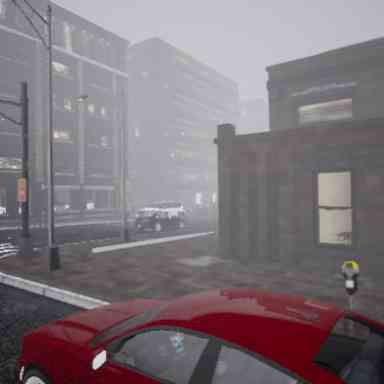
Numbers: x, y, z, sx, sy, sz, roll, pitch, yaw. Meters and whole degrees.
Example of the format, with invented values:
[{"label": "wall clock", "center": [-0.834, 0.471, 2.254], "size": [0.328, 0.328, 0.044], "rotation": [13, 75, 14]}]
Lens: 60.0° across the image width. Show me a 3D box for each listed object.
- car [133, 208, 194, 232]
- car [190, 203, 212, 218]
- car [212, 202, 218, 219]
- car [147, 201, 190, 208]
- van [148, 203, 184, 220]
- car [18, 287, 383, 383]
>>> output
[{"label": "car", "center": [-2.153, 2.000, 23.157], "size": [2.008, 1.369, 4.403], "rotation": [-2, -2, 35]}, {"label": "car", "center": [0.281, 2.329, 41.257], "size": [1.967, 1.590, 4.097], "rotation": [-2, -2, 35]}, {"label": "car", "center": [3.378, 2.306, 45.691], "size": [2.192, 1.841, 5.009], "rotation": [-2, -2, 35]}, {"label": "car", "center": [-2.928, 1.892, 32.120], "size": [2.150, 2.045, 5.566], "rotation": [-1, -2, 36]}, {"label": "van", "center": [-2.821, 2.129, 36.832], "size": [1.690, 1.788, 3.998], "rotation": [-2, -2, 35]}, {"label": "car", "center": [0.265, 1.555, 2.854], "size": [4.507, 1.381, 1.887], "rotation": [-1, -1, 36]}]
